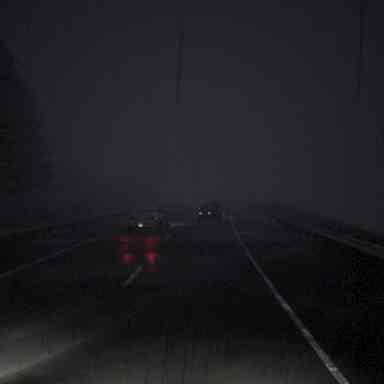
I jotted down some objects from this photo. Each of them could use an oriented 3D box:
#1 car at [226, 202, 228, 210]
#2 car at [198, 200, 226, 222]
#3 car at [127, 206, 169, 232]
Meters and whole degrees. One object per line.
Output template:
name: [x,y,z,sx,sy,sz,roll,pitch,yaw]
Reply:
car: [3.648,1.622,42.780,1.895,1.301,4.718,0,0,9]
car: [1.478,1.560,26.174,2.033,1.411,5.357,0,0,6]
car: [-2.556,1.532,19.931,1.812,1.442,4.674,0,0,4]
